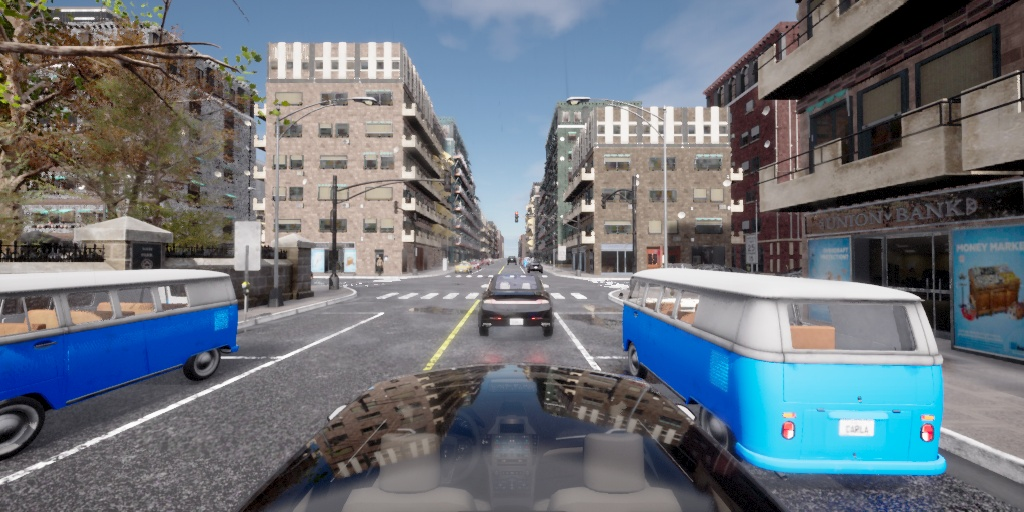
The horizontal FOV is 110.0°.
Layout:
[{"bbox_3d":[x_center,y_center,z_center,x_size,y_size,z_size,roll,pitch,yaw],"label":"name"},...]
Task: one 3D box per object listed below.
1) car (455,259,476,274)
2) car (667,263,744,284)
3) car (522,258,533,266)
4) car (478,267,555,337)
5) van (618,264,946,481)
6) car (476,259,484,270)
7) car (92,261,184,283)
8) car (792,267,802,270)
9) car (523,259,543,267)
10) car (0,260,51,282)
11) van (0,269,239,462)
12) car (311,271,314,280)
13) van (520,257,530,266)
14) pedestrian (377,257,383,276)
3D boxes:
[{"bbox_3d":[-5.687,1.291,42.401,1.751,1.417,4.829,0,0,0],"label":"car"},{"bbox_3d":[15.090,1.358,28.145,5.008,1.535,1.882,0,-1,1],"label":"car"},{"bbox_3d":[2.694,1.318,48.214,2.007,1.370,4.403,0,0,0],"label":"car"},{"bbox_3d":[0.100,1.244,10.354,2.128,1.511,4.902,0,0,0],"label":"car"},{"bbox_3d":[2.659,1.092,4.625,1.690,1.789,3.998,0,0,0],"label":"van"},{"bbox_3d":[-5.687,1.210,53.857,1.967,1.591,4.097,0,0,0],"label":"car"},{"bbox_3d":[-26.412,1.120,25.438,4.674,1.442,1.812,0,-1,1],"label":"car"},{"bbox_3d":[24.994,1.462,28.025,4.674,1.442,1.812,0,-1,1],"label":"car"},{"bbox_3d":[2.693,1.331,42.571,1.948,1.339,4.313,0,0,0],"label":"car"},{"bbox_3d":[-36.511,1.045,25.566,4.892,1.490,1.837,0,-1,1],"label":"car"},{"bbox_3d":[-5.656,1.092,4.627,1.690,1.789,3.998,0,0,0],"label":"van"},{"bbox_3d":[-16.586,1.000,25.322,4.553,1.767,2.097,0,-1,1],"label":"car"},{"bbox_3d":[2.694,1.114,59.498,1.690,1.789,3.998,0,0,0],"label":"van"},{"bbox_3d":[-12.537,0.969,34.014,0.375,1.860,0.375,0,-1,1],"label":"pedestrian"}]
